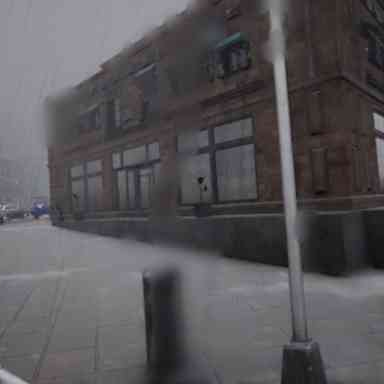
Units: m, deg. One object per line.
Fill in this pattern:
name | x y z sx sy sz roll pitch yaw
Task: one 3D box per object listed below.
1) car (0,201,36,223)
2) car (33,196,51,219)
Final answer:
car | -16.519 1.894 29.609 2.128 1.511 4.902 -4 1 4
car | -13.212 1.398 31.720 2.150 2.045 5.566 -3 0 1
